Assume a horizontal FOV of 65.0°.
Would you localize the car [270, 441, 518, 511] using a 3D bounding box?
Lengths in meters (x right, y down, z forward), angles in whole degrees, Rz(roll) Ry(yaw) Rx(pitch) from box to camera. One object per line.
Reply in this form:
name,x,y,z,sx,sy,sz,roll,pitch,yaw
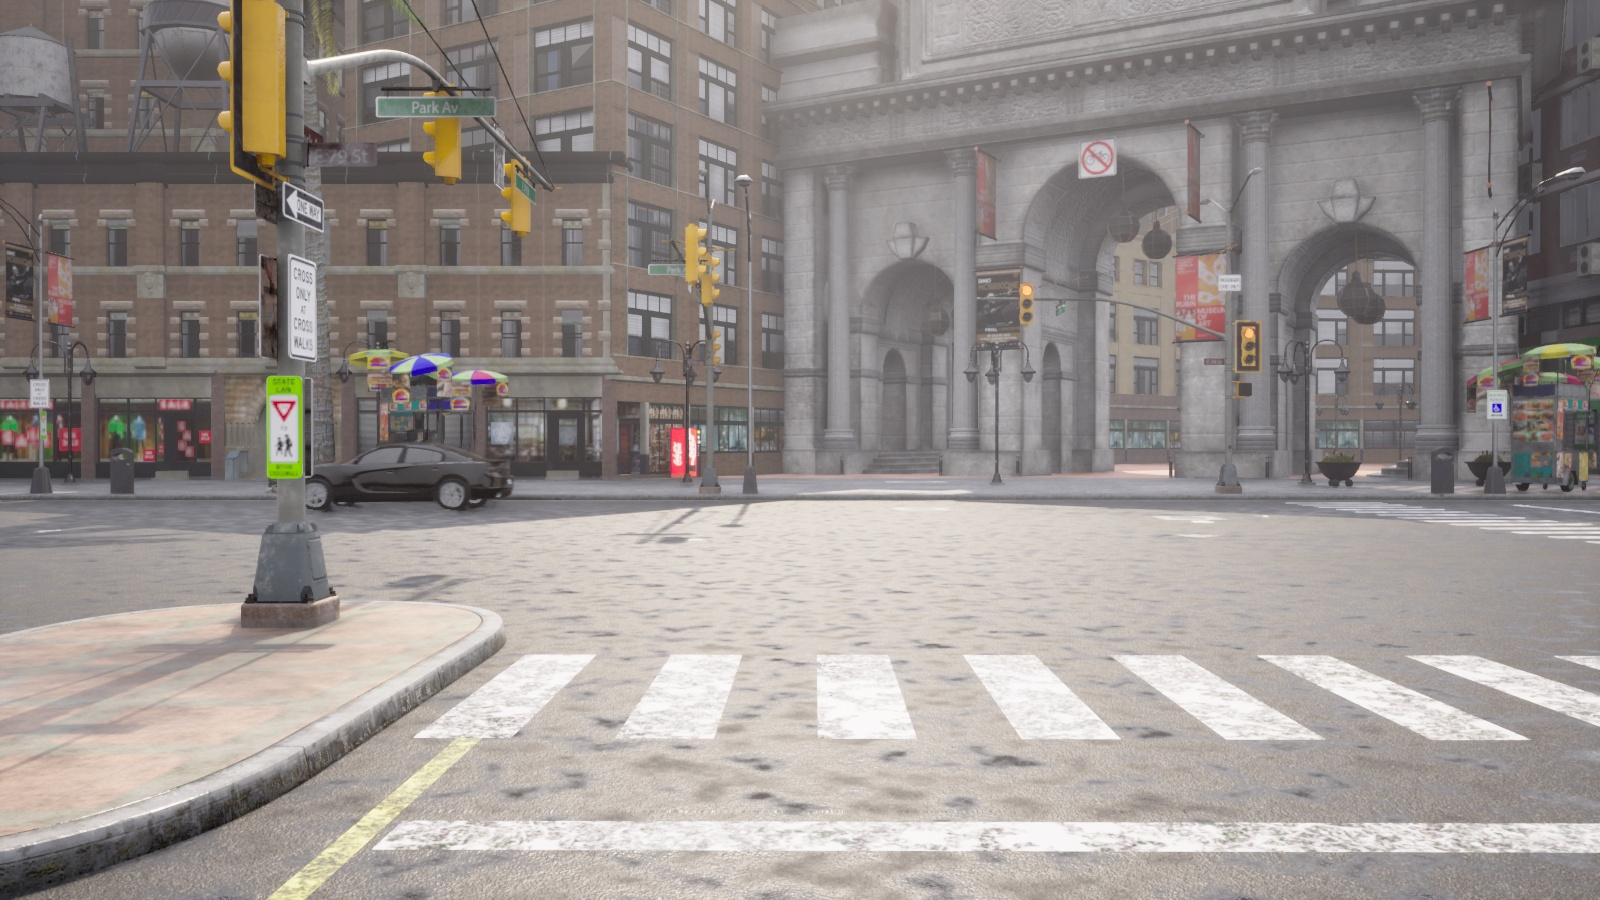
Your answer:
car,-9.138,0.556,28.543,5.008,1.535,1.882,0,0,1
